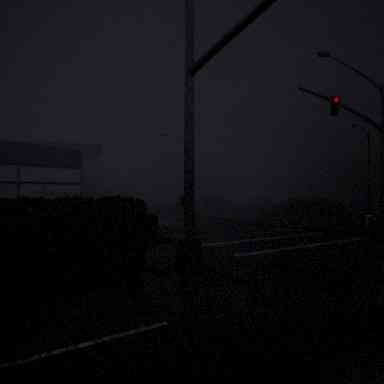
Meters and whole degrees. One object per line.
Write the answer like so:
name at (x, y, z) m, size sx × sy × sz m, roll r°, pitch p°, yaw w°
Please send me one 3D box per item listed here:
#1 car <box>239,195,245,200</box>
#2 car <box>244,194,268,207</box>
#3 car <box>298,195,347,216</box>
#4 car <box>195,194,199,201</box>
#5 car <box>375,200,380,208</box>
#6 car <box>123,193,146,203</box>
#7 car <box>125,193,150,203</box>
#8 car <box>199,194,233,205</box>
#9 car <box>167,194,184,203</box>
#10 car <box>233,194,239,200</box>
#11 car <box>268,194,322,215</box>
car at (13.388, 1.154, 72.824) m, size 5.027 × 1.636 × 2.152 m, roll 0°, pitch 0°, yaw -35°
car at (9.638, 1.320, 46.598) m, size 3.633 × 1.501 × 1.845 m, roll 0°, pitch 0°, yaw -35°
car at (12.008, 1.340, 29.956) m, size 4.514 × 1.523 × 2.007 m, roll 0°, pitch 0°, yaw -35°
car at (1.562, 1.298, 76.838) m, size 4.514 × 1.523 × 2.007 m, roll 0°, pitch 0°, yaw -35°
car at (25.525, 1.384, 43.097) m, size 3.806 × 1.475 × 1.970 m, roll 0°, pitch 0°, yaw -35°
car at (-10.972, 1.077, 63.575) m, size 3.866 × 1.878 × 1.905 m, roll 0°, pitch 0°, yaw -35°
car at (-9.562, 1.361, 60.502) m, size 3.806 × 1.475 × 1.970 m, roll 0°, pitch 0°, yaw -35°
car at (3.931, 1.298, 54.801) m, size 4.514 × 1.523 × 2.007 m, roll 0°, pitch 0°, yaw -35°
car at (-2.644, 1.097, 65.405) m, size 4.605 × 1.855 × 1.932 m, roll 0°, pitch 0°, yaw -35°
car at (9.436, 1.232, 77.890) m, size 3.806 × 1.475 × 1.970 m, roll 0°, pitch 0°, yaw -35°
car at (10.163, 1.330, 32.493) m, size 5.027 × 1.636 × 2.152 m, roll 0°, pitch 0°, yaw -35°
